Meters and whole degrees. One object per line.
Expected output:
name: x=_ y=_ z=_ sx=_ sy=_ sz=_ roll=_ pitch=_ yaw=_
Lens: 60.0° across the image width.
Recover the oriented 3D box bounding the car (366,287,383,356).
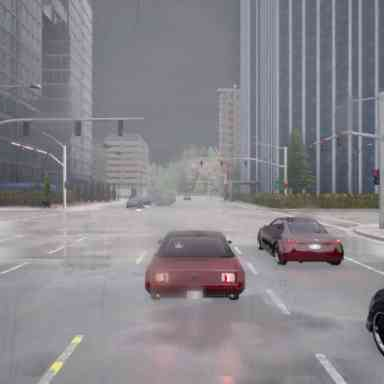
car: x=3.609 y=1.564 z=3.275 sx=1.994 sy=1.385 sz=4.181 roll=0 pitch=0 yaw=-1

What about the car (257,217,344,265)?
car: x=3.581 y=1.564 z=11.686 sx=1.994 sy=1.385 sz=4.181 roll=0 pitch=0 yaw=0

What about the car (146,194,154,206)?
car: x=-7.871 y=1.506 z=55.430 sx=1.837 sy=1.490 sz=4.892 roll=0 pitch=0 yaw=-1

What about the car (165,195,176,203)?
car: x=-4.525 y=1.525 z=72.063 sx=2.128 sy=1.511 sz=4.902 roll=0 pitch=0 yaw=-1

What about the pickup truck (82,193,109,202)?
pickup truck: x=-21.167 y=1.058 z=73.386 sx=2.390 sy=2.098 sz=6.274 roll=0 pitch=0 yaw=30

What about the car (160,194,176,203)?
car: x=-4.436 y=1.506 z=61.575 sx=1.837 sy=1.490 sz=4.892 roll=0 pitch=0 yaw=0

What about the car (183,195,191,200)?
car: x=-1.259 y=1.552 z=88.602 sx=1.994 sy=1.385 sz=4.181 roll=0 pitch=0 yaw=-1

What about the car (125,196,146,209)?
car: x=-7.716 y=1.507 z=44.863 sx=1.837 sy=1.490 sz=4.892 roll=0 pitch=-1 yaw=-1

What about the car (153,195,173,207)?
car: x=-4.293 y=1.564 z=50.231 sx=1.994 sy=1.385 sz=4.181 roll=0 pitch=0 yaw=0

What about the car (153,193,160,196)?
car: x=-7.969 y=1.491 z=66.126 sx=2.128 sy=1.511 sz=4.902 roll=0 pitch=0 yaw=0

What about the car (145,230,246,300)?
car: x=0.074 y=1.601 z=8.329 sx=1.895 sy=1.301 sz=4.718 roll=0 pitch=0 yaw=0
